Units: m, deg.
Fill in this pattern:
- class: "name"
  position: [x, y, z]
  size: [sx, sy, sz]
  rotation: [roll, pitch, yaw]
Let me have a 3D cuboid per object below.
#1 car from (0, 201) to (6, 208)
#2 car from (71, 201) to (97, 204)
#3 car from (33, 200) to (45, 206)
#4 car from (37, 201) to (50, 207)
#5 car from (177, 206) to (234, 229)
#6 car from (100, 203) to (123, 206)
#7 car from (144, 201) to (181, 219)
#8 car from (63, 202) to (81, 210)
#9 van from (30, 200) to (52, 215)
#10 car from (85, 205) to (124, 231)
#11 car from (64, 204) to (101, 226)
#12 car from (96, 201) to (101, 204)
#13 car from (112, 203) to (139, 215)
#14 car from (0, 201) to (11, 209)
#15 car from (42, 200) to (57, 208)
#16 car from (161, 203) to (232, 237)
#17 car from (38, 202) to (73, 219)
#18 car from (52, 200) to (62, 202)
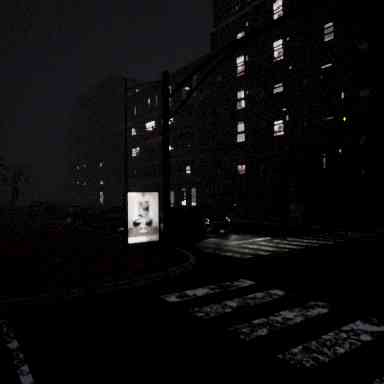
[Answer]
- class: "car"
  position: [-44.710, 2.861, 77.303]
  size: [1.887, 1.381, 4.507]
  rotation: [-2, 0, -36]
- class: "car"
  position: [-12.725, 2.075, 37.725]
  size: [1.812, 1.442, 4.674]
  rotation: [-1, -1, -36]
- class: "car"
  position: [-37.931, 2.796, 82.229]
  size: [1.887, 1.381, 4.507]
  rotation: [-2, 0, -36]
- class: "car"
  position: [-34.656, 2.735, 77.724]
  size: [1.947, 1.339, 4.313]
  rotation: [-2, 0, -36]
- class: "car"
  position: [0.900, 1.815, 24.409]
  size: [1.994, 1.385, 4.181]
  rotation: [-1, 0, -36]
- class: "car"
  position: [-5.781, 1.881, 28.162]
  size: [1.837, 1.490, 4.892]
  rotation: [-1, -1, -36]
- class: "car"
  position: [-3.130, 1.823, 34.557]
  size: [1.967, 1.590, 4.097]
  rotation: [-2, 0, -36]
- class: "car"
  position: [-21.560, 2.423, 59.703]
  size: [1.802, 1.307, 4.206]
  rotation: [-2, 0, -36]
- class: "van"
  position: [-19.828, 2.034, 43.010]
  size: [1.690, 1.788, 3.998]
  rotation: [-2, 0, -36]
- class: "car"
  position: [-5.526, 1.887, 23.164]
  size: [2.008, 1.369, 4.403]
  rotation: [-2, 0, -36]
- class: "car"
  position: [-8.800, 1.969, 27.669]
  size: [2.008, 1.369, 4.403]
  rotation: [-2, 0, -36]
- class: "car"
  position: [-15.012, 2.118, 50.696]
  size: [1.967, 1.590, 4.097]
  rotation: [-2, 0, -36]
- class: "car"
  position: [-8.401, 2.096, 41.730]
  size: [1.802, 1.307, 4.206]
  rotation: [-2, 0, -36]
- class: "car"
  position: [-38.162, 2.703, 68.293]
  size: [2.008, 1.369, 4.403]
  rotation: [-2, 0, -36]
- class: "car"
  position: [-31.386, 2.527, 73.219]
  size: [1.967, 1.590, 4.097]
  rotation: [-2, 0, -36]
- class: "car"
  position: [0.275, 1.579, 19.888]
  size: [2.097, 1.767, 4.553]
  rotation: [-1, -1, -37]
- class: "car"
  position: [-14.895, 2.114, 36.133]
  size: [1.887, 1.381, 4.507]
  rotation: [-2, 0, -36]
- class: "car"
  position: [-23.353, 2.332, 57.781]
  size: [1.882, 1.535, 5.008]
  rotation: [-1, -1, -36]
